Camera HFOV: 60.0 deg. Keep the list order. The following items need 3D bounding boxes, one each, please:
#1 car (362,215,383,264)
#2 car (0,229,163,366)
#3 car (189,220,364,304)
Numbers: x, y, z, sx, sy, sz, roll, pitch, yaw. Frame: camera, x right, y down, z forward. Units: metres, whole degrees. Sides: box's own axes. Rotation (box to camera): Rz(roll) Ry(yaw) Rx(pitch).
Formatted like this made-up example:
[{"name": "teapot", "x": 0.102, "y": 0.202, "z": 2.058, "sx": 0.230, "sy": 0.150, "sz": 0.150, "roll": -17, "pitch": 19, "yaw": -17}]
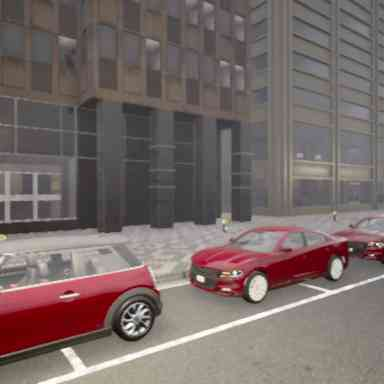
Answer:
[{"name": "car", "x": 6.569, "y": 1.470, "z": 11.329, "sx": 4.507, "sy": 1.381, "sz": 1.887, "roll": 0, "pitch": 0, "yaw": -35}, {"name": "car", "x": -2.553, "y": 1.437, "z": 4.823, "sx": 4.097, "sy": 1.590, "sz": 1.967, "roll": 0, "pitch": 0, "yaw": -35}, {"name": "car", "x": 2.008, "y": 1.506, "z": 8.076, "sx": 4.507, "sy": 1.381, "sz": 1.887, "roll": 0, "pitch": 0, "yaw": -35}]
